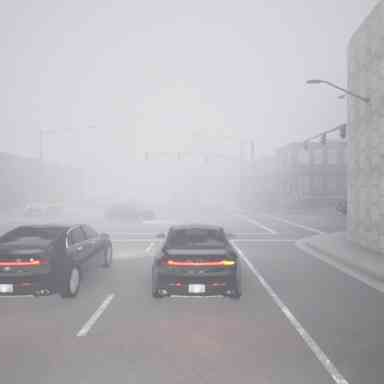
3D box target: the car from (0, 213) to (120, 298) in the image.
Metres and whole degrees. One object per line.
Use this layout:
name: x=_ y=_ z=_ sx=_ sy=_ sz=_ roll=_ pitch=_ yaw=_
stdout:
car: x=-3.396 y=1.505 z=8.483 sx=1.837 sy=1.490 sz=4.892 roll=0 pitch=0 yaw=0

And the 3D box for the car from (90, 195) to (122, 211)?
car: x=-10.475 y=1.351 z=40.856 sx=2.097 sy=1.767 sz=4.553 roll=0 pitch=0 yaw=0

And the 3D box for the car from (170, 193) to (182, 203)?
car: x=-3.294 y=1.219 z=68.245 sx=2.150 sy=2.045 sz=5.566 roll=0 pitch=0 yaw=0

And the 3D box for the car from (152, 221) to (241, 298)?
car: x=0.104 y=1.505 z=8.467 sx=1.837 sy=1.490 sz=4.892 roll=0 pitch=0 yaw=0

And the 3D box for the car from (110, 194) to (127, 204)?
car: x=-13.860 y=1.351 z=62.687 sx=2.097 sy=1.767 sz=4.553 roll=0 pitch=0 yaw=1

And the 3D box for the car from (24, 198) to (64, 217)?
car: x=-14.006 y=1.350 z=31.673 sx=2.097 sy=1.767 sz=4.553 roll=0 pitch=0 yaw=0

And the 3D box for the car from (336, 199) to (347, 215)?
car: x=14.904 y=0.763 z=27.510 sx=5.566 sy=2.045 sz=2.150 roll=-5 pitch=0 yaw=0

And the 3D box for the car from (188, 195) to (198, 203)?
car: x=0.206 y=1.350 z=68.179 sx=2.097 sy=1.767 sz=4.553 roll=0 pitch=0 yaw=0

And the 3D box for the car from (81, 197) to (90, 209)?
car: x=-13.958 y=1.503 z=46.462 sx=1.837 sy=1.490 sz=4.892 roll=0 pitch=0 yaw=0

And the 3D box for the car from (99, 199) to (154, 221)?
car: x=-5.078 y=1.563 z=26.881 sx=4.181 sy=1.385 sz=1.994 roll=0 pitch=0 yaw=34

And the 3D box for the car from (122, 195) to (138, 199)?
car: x=-10.404 y=1.546 z=57.835 sx=2.033 sy=1.411 sz=5.357 roll=0 pitch=0 yaw=0
